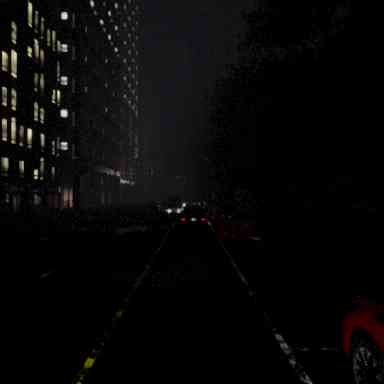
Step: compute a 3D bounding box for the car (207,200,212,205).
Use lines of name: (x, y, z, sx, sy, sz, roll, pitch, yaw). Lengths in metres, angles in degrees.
car: (2.991, 1.804, 36.274, 1.882, 1.535, 5.008, 0, -1, 0)

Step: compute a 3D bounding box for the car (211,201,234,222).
car: (3.002, 1.767, 29.274, 1.837, 1.490, 4.892, 0, -1, 0)

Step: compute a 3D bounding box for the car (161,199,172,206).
car: (-5.245, 2.182, 69.541, 1.887, 1.381, 4.507, 0, -1, 0)

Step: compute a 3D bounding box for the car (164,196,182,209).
car: (-2.836, 1.718, 54.591, 2.150, 2.045, 5.566, 0, -1, 1)

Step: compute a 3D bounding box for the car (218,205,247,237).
car: (2.697, 1.694, 18.791, 1.752, 1.417, 4.829, 0, -1, 0)

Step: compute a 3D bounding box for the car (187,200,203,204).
car: (0.071, 1.985, 42.459, 1.895, 1.301, 4.718, 0, -1, 0)

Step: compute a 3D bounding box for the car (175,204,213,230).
car: (0.092, 1.751, 22.664, 2.033, 1.411, 5.357, 0, -1, 0)

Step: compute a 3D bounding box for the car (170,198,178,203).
car: (-4.896, 2.416, 92.042, 1.947, 1.339, 4.313, 0, -1, 1)

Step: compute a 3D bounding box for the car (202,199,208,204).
car: (2.677, 1.968, 46.749, 1.887, 1.381, 4.507, 0, -1, 0)

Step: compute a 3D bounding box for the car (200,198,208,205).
car: (2.924, 2.266, 80.752, 1.752, 1.417, 4.829, 0, -1, 1)

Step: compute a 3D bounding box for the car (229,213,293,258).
car: (2.701, 1.698, 12.996, 1.802, 1.307, 4.206, 0, -1, 0)

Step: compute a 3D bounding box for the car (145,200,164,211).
car: (-5.494, 1.994, 47.048, 1.947, 1.339, 4.313, 0, -1, 0)

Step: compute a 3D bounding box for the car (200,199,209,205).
car: (2.842, 2.230, 74.942, 1.887, 1.381, 4.507, 0, -1, 1)

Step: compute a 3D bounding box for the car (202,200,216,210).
car: (2.679, 2.026, 52.382, 2.008, 1.369, 4.403, 0, -1, 0)

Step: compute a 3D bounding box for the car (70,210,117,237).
car: (-5.473, 1.722, 18.912, 2.008, 1.369, 4.403, 0, -1, 0)

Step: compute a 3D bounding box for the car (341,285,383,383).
car: (2.709, 1.331, 1.748, 2.192, 1.841, 5.009, 0, -1, 0)

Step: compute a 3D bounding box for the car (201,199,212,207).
car: (2.729, 2.125, 63.661, 1.887, 1.381, 4.507, 0, -1, 0)
